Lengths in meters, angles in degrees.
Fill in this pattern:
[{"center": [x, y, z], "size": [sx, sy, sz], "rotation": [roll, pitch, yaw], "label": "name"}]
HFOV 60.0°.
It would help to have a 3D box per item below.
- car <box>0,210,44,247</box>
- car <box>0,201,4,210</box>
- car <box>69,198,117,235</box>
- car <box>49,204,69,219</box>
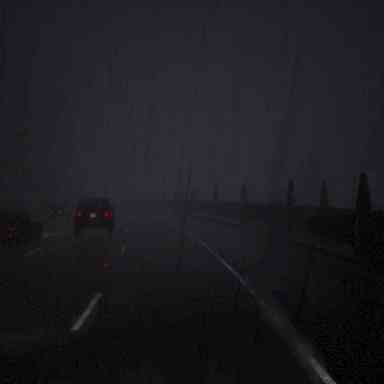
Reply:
[{"center": [-8.563, 1.721, 15.847], "size": [1.994, 1.385, 4.181], "rotation": [0, -1, -10], "label": "car"}, {"center": [-23.332, 2.028, 38.488], "size": [1.994, 1.385, 4.181], "rotation": [0, -1, -26], "label": "car"}, {"center": [-5.889, 1.407, 20.503], "size": [2.150, 2.045, 5.566], "rotation": [0, -1, -12], "label": "car"}, {"center": [-13.346, 1.894, 33.569], "size": [2.033, 1.411, 5.357], "rotation": [0, -1, -21], "label": "car"}]
